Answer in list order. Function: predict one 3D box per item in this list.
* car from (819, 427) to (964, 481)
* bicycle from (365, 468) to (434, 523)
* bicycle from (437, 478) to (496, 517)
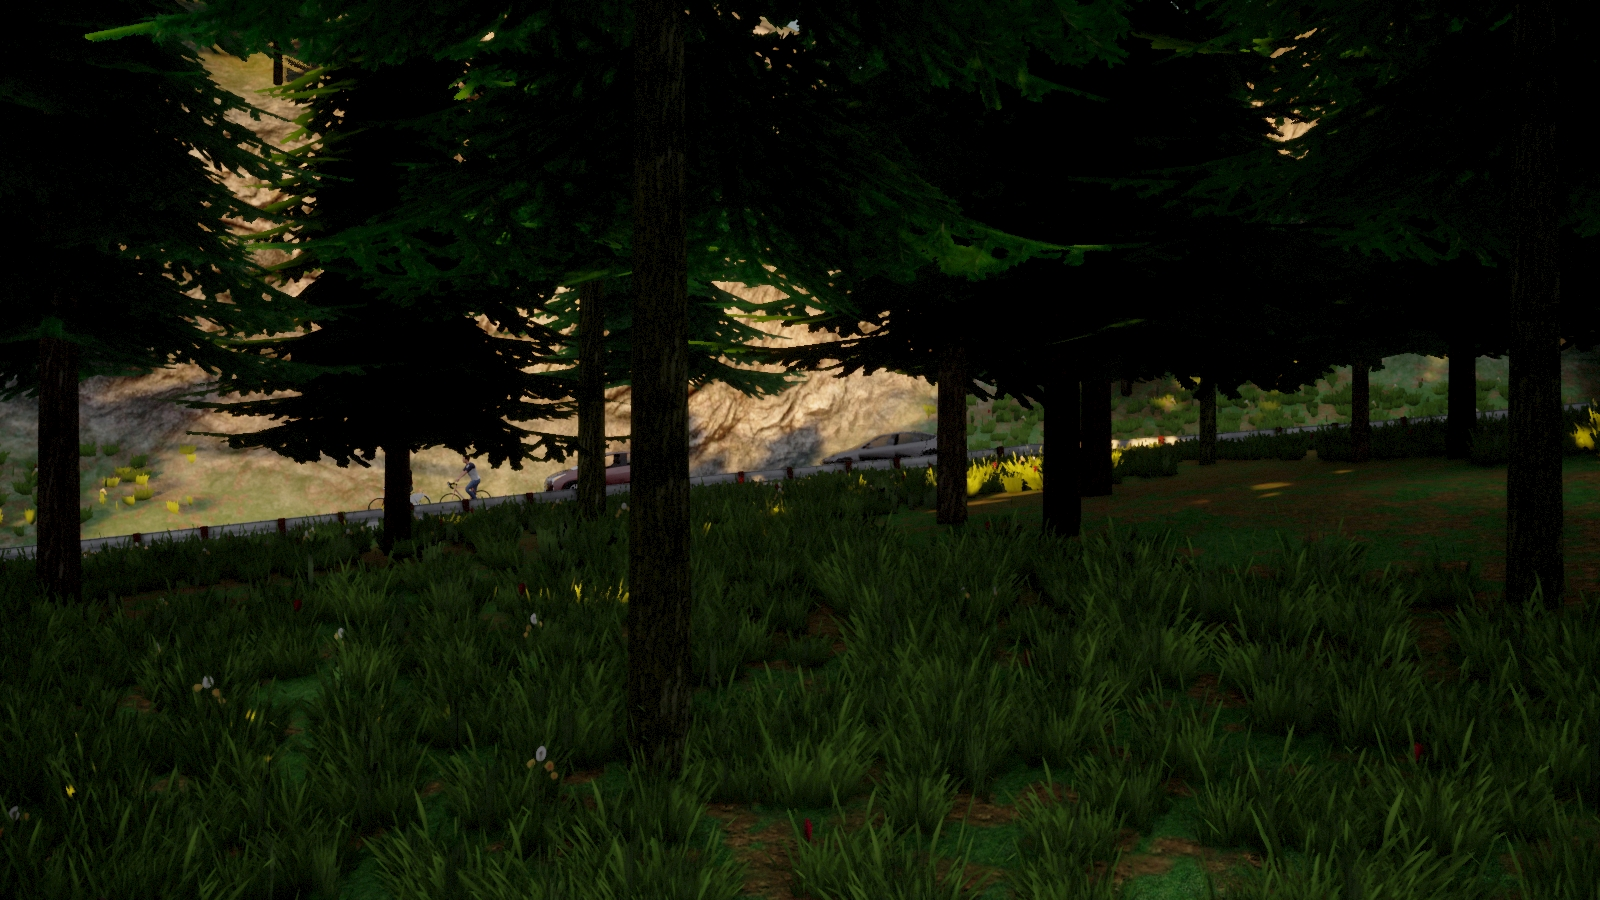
[{"bbox_3d":[3.135,0.129,39.976,4.792,1.488,2.163,-4,0,-1],"label":"car"},{"bbox_3d":[-12.076,1.355,34.488,1.835,1.471,0.329,-5,2,-29],"label":"bicycle"},{"bbox_3d":[-10.252,1.440,35.171,1.643,1.024,0.373,-5,3,-36],"label":"bicycle"}]
